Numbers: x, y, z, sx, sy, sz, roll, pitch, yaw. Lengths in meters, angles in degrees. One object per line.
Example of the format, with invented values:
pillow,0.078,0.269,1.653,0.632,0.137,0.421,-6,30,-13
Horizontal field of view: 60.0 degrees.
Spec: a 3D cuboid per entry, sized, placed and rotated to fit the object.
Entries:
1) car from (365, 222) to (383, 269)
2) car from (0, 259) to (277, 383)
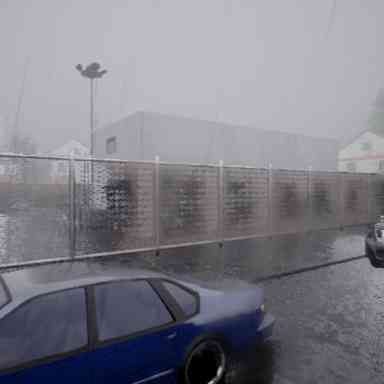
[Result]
car,7.418,1.163,9.866,5.566,2.045,2.150,0,0,-35
car,-1.444,1.542,3.580,5.357,1.411,2.033,0,0,-35
